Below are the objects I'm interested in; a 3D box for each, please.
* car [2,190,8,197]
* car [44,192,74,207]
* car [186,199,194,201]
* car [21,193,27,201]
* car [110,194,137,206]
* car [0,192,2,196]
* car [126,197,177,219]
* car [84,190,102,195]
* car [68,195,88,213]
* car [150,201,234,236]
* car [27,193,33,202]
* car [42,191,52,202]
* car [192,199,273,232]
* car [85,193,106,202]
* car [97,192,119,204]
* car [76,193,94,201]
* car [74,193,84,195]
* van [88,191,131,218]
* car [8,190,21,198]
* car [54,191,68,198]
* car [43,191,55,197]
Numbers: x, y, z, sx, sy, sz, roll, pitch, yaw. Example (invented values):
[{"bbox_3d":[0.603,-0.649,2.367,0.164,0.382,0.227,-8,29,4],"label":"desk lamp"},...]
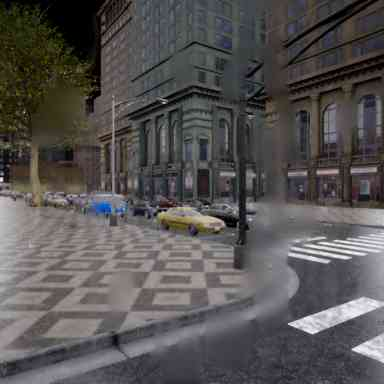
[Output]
[{"bbox_3d":[-42.413,0.329,77.588,1.967,1.590,4.097,1,0,-35],"label":"car"},{"bbox_3d":[-16.384,1.051,40.749,1.752,1.417,4.829,1,0,-35],"label":"car"},{"bbox_3d":[0.201,1.315,32.048,1.947,1.339,4.313,1,0,-35],"label":"car"},{"bbox_3d":[-26.207,0.830,54.651,2.008,1.369,4.403,1,0,-35],"label":"car"},{"bbox_3d":[-9.524,1.073,45.814,2.008,1.369,4.403,1,0,-35],"label":"car"},{"bbox_3d":[-45.655,0.254,82.176,1.967,1.590,4.097,1,0,-35],"label":"car"},{"bbox_3d":[-3.353,1.338,26.905,1.994,1.385,4.181,0,1,-35],"label":"car"},{"bbox_3d":[-9.169,0.870,35.147,2.150,2.045,5.566,0,1,-35],"label":"car"},{"bbox_3d":[-9.998,1.230,31.709,2.008,1.369,4.403,1,0,-35],"label":"car"},{"bbox_3d":[-0.173,1.398,17.802,1.752,1.417,4.829,1,0,-35],"label":"car"},{"bbox_3d":[-22.965,0.910,50.063,2.008,1.369,4.403,1,0,-35],"label":"car"},{"bbox_3d":[-19.723,0.992,45.476,2.008,1.369,4.403,1,0,-35],"label":"car"},{"bbox_3d":[2.369,1.370,18.796,2.128,1.511,4.902,0,1,-35],"label":"car"},{"bbox_3d":[-16.006,0.910,54.988,2.008,1.369,4.403,1,0,-35],"label":"car"},{"bbox_3d":[-12.763,0.880,50.401,1.967,1.590,4.097,1,0,-35],"label":"car"},{"bbox_3d":[-19.248,0.860,59.575,1.802,1.307,4.206,1,0,-35],"label":"car"},{"bbox_3d":[-15.852,1.008,44.705,1.812,1.442,4.674,0,1,-35],"label":"car"},{"bbox_3d":[-6.754,1.091,27.120,1.690,1.788,3.998,1,0,-35],"label":"van"},{"bbox_3d":[-35.929,0.483,68.413,1.967,1.590,4.097,1,0,-35],"label":"car"},{"bbox_3d":[-28.972,0.587,73.336,1.887,1.381,4.507,1,0,-35],"label":"car"},{"bbox_3d":[-35.455,0.471,82.510,1.802,1.307,4.206,1,0,-35],"label":"car"}]
